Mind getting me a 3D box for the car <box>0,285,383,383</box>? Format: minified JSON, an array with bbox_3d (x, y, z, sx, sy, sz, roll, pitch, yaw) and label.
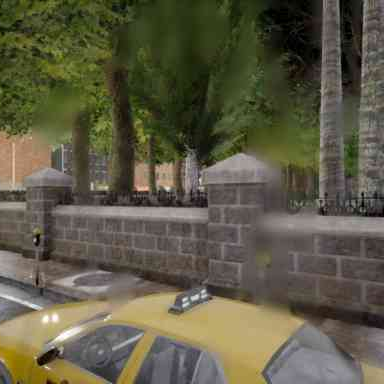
[{"bbox_3d":[-0.221,1.526,2.976,4.829,1.417,1.752,0,-1,35],"label":"car"}]
